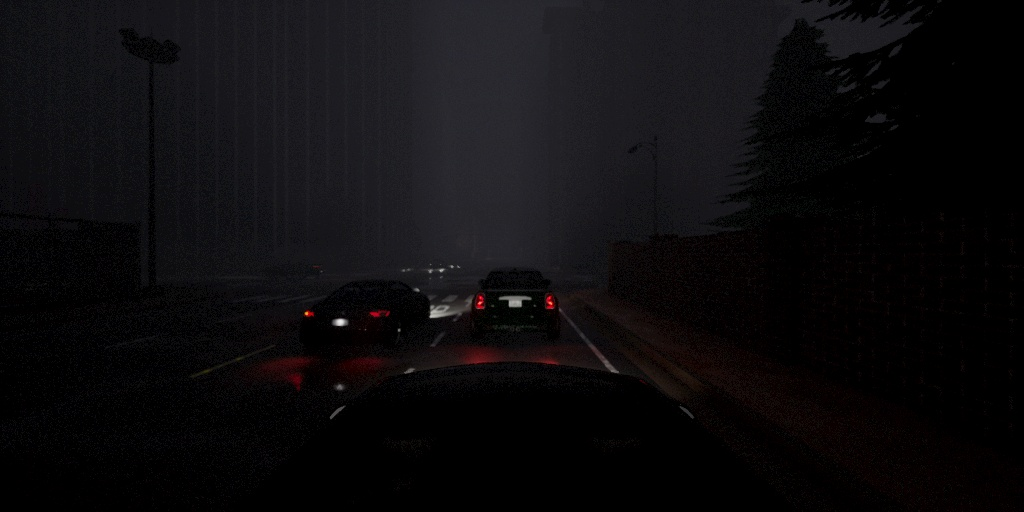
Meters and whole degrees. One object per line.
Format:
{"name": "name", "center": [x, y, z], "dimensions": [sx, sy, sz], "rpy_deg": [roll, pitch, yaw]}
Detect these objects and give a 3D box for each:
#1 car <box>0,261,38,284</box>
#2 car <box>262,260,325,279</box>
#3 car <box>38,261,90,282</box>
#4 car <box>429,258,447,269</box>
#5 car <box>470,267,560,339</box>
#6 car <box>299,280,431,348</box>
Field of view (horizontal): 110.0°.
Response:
{"name": "car", "center": [-34.110, 1.099, 22.825], "dimensions": [5.008, 1.535, 1.882], "rpy_deg": [0, 0, 0]}
{"name": "car", "center": [-18.217, 1.088, 29.893], "dimensions": [4.902, 1.511, 2.128], "rpy_deg": [0, 0, 4]}
{"name": "car", "center": [-34.084, 1.087, 26.326], "dimensions": [5.008, 1.535, 1.882], "rpy_deg": [0, 0, 0]}
{"name": "car", "center": [-10.590, 1.081, 51.641], "dimensions": [1.837, 1.490, 4.892], "rpy_deg": [0, 0, 0]}
{"name": "car", "center": [0.077, 1.073, 10.134], "dimensions": [2.097, 1.767, 4.553], "rpy_deg": [0, 0, 0]}
{"name": "car", "center": [-3.424, 1.288, 9.156], "dimensions": [1.994, 1.385, 4.181], "rpy_deg": [0, 0, 0]}
